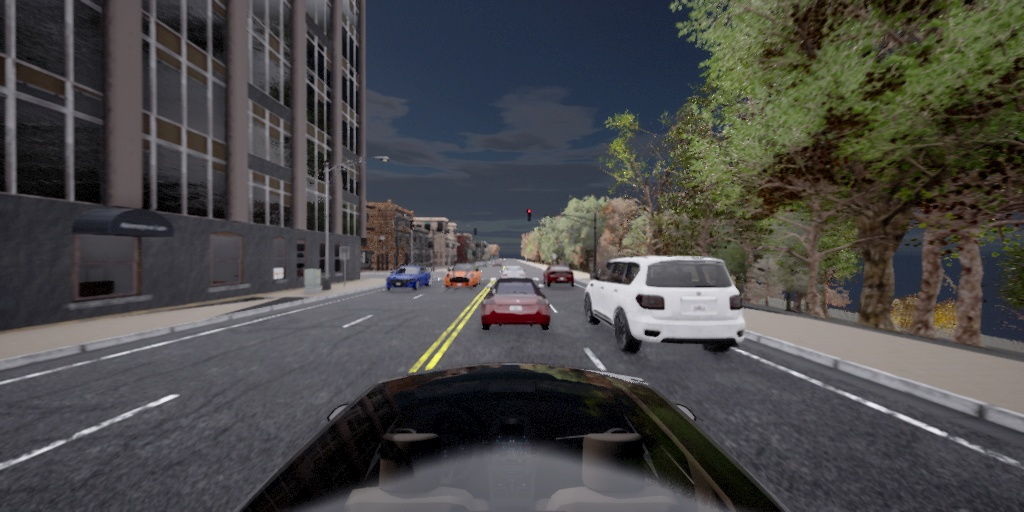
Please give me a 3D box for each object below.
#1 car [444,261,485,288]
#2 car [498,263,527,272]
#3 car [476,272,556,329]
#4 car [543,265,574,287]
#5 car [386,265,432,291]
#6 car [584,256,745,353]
[{"bbox_3d":[-3.314,1.251,24.932,2.097,1.767,4.553,0,0,0],"label":"car"},{"bbox_3d":[0.105,1.434,26.258,1.812,1.442,4.674,0,0,0],"label":"car"},{"bbox_3d":[0.102,1.377,11.540,1.994,1.385,4.181,0,0,0],"label":"car"},{"bbox_3d":[3.355,1.387,26.419,1.882,1.535,5.008,0,-1,0],"label":"car"},{"bbox_3d":[-6.572,1.367,23.298,1.882,1.535,5.008,0,-1,0],"label":"car"},{"bbox_3d":[3.357,1.020,9.110,2.150,2.045,5.566,0,0,0],"label":"car"}]
